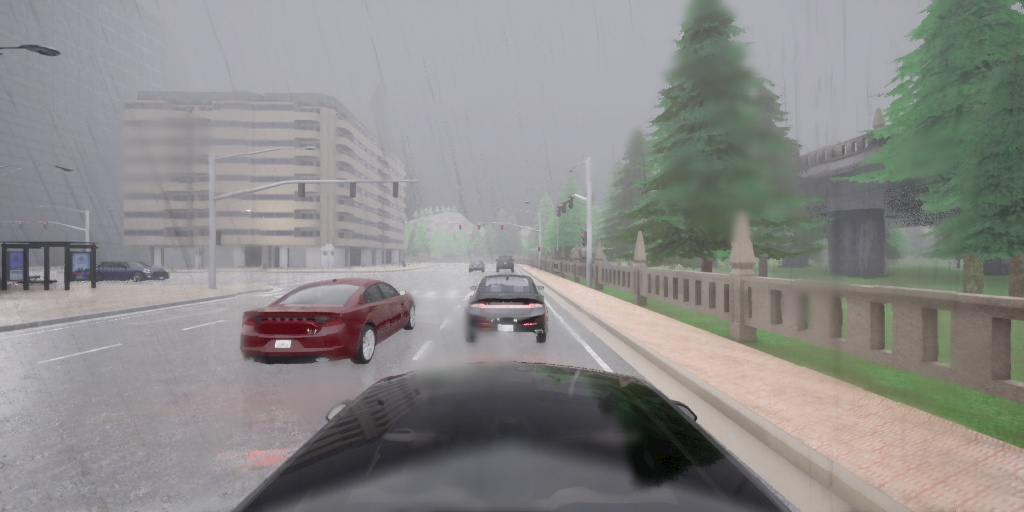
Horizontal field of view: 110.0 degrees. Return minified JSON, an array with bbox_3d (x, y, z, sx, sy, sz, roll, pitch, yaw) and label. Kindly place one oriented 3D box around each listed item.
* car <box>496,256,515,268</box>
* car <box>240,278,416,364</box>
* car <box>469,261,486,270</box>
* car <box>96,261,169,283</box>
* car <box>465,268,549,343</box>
[{"bbox_3d":[-0.865,0.971,45.218,2.150,2.045,5.566,0,0,-1],"label":"car"},{"bbox_3d":[-3.596,1.228,8.095,1.882,1.535,5.008,0,0,0],"label":"car"},{"bbox_3d":[-4.370,1.298,44.967,2.033,1.411,5.357,0,0,-1],"label":"car"},{"bbox_3d":[-30.063,1.157,28.360,4.553,1.767,2.097,0,0,-2],"label":"car"},{"bbox_3d":[-0.128,1.242,9.656,2.128,1.511,4.902,0,0,-1],"label":"car"}]
